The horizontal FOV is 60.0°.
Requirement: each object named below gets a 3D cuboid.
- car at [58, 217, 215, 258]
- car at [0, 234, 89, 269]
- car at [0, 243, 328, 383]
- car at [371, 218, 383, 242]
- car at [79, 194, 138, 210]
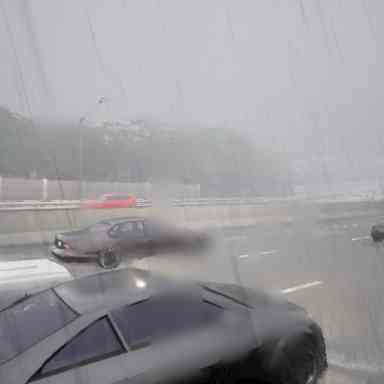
[{"bbox_3d":[-1.781,1.544,11.071,5.357,1.411,2.033,0,0,-35],"label":"car"},{"bbox_3d":[-4.249,1.599,5.014,4.718,1.301,1.895,0,0,-36],"label":"car"},{"bbox_3d":[-0.450,1.565,3.547,4.181,1.385,1.994,0,0,-35],"label":"car"},{"bbox_3d":[10.010,1.557,15.149,4.181,1.385,1.994,0,0,-35],"label":"car"},{"bbox_3d":[-8.083,1.214,32.584,5.566,2.045,2.150,0,0,-35],"label":"car"}]
